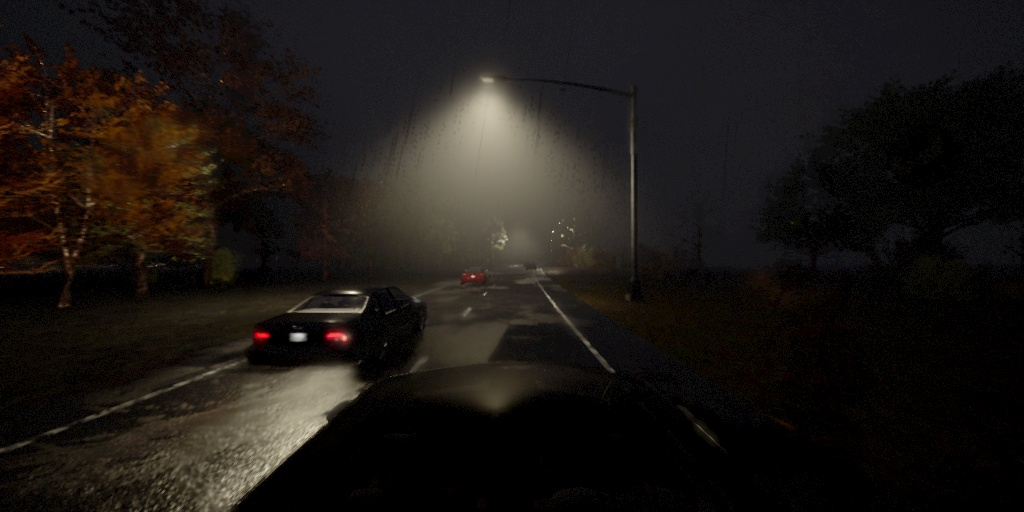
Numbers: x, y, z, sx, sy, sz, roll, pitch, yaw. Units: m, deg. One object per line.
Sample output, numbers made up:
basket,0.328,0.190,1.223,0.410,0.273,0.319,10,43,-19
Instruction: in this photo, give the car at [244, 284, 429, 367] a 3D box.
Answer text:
car,-3.369,1.357,8.187,2.033,1.411,5.357,0,-1,0

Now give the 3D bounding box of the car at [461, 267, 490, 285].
car,-2.946,1.578,29.523,1.994,1.385,4.181,0,-1,2
